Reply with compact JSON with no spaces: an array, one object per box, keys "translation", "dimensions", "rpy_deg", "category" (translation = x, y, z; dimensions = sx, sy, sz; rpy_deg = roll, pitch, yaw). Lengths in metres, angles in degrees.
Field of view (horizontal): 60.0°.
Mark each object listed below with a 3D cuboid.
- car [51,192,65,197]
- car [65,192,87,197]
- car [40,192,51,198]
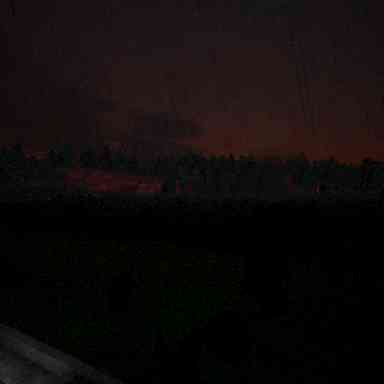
[{"translation":[-33.532,1.087,86.020],"dimensions":[1.895,1.301,4.718],"rpy_deg":[0,0,12],"category":"car"},{"translation":[-29.976,0.892,85.902],"dimensions":[2.097,1.767,4.553],"rpy_deg":[0,0,12],"category":"car"},{"translation":[-36.819,0.859,87.376],"dimensions":[2.097,1.767,4.553],"rpy_deg":[0,0,12],"category":"car"}]
